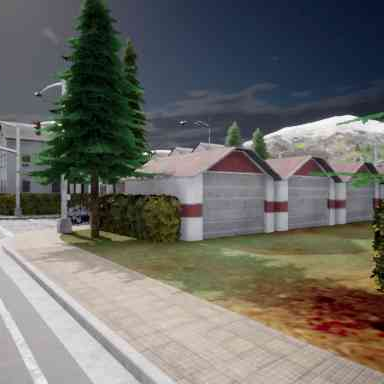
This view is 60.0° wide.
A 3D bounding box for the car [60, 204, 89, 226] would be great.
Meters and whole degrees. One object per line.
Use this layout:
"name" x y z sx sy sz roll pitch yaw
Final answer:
"car" -7.209 1.579 23.906 4.181 1.385 1.994 0 0 -36
